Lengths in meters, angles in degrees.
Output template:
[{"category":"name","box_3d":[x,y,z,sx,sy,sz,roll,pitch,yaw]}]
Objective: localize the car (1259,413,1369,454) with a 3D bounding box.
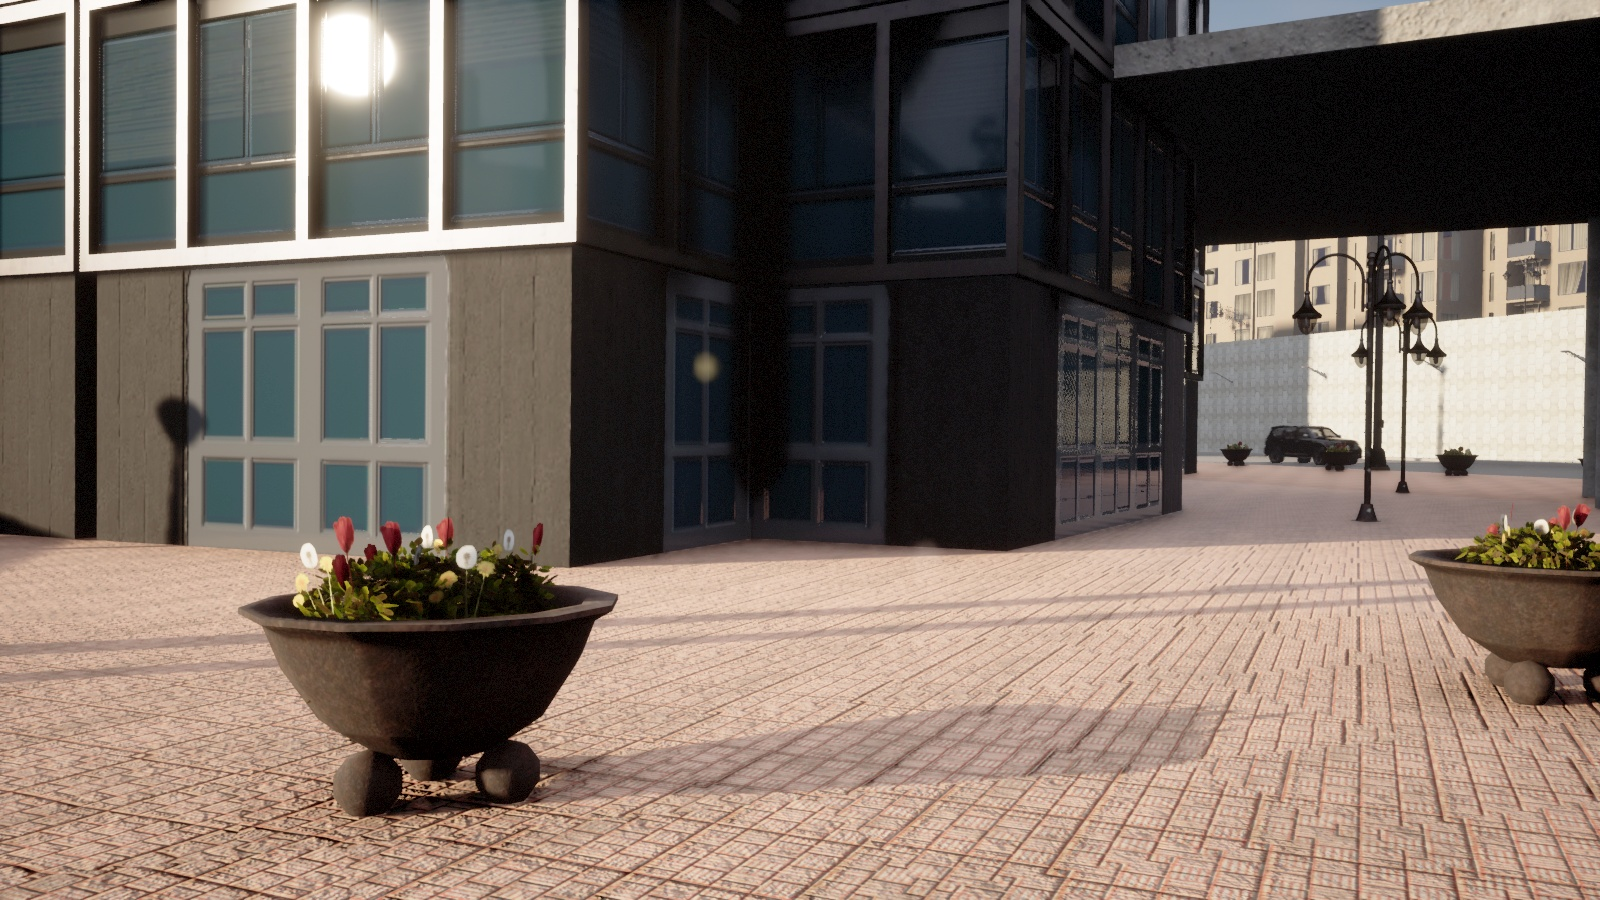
[{"category":"car","box_3d":[26.910,-0.847,65.992,2.150,2.045,5.566,-1,1,-20]}]
